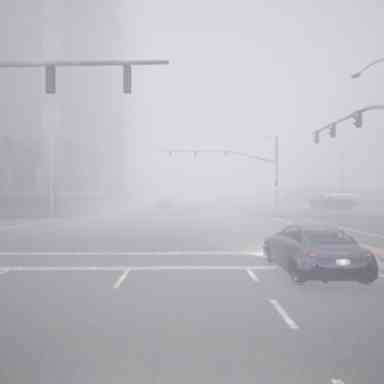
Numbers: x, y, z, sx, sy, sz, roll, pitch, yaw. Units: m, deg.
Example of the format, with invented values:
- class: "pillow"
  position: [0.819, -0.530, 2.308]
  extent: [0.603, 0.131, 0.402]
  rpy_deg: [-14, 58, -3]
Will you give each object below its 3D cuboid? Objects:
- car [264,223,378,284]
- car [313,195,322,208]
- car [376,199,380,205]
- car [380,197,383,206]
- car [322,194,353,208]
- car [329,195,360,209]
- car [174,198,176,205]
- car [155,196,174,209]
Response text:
- class: "car"
  position: [3.457, 1.592, 9.678]
  extent: [1.994, 1.385, 4.181]
  rpy_deg: [0, 0, -1]
- class: "car"
  position: [24.544, 1.361, 58.701]
  extent: [4.605, 1.855, 1.932]
  rpy_deg: [0, 0, 0]
- class: "car"
  position: [39.669, 1.590, 67.147]
  extent: [3.905, 1.438, 1.784]
  rpy_deg: [0, 0, 0]
- class: "car"
  position: [39.605, 1.372, 64.251]
  extent: [4.605, 1.855, 1.932]
  rpy_deg: [0, 0, 0]
- class: "car"
  position: [24.594, 1.565, 56.017]
  extent: [3.905, 1.438, 1.784]
  rpy_deg: [0, 0, 0]
- class: "car"
  position: [24.593, 1.588, 53.122]
  extent: [3.806, 1.475, 1.970]
  rpy_deg: [0, 0, 0]
- class: "car"
  position: [-4.301, 1.530, 64.784]
  extent: [2.097, 1.767, 4.553]
  rpy_deg: [0, 0, 0]
- class: "car"
  position: [-4.250, 1.488, 49.209]
  extent: [2.097, 1.767, 4.553]
  rpy_deg: [0, 0, 0]
